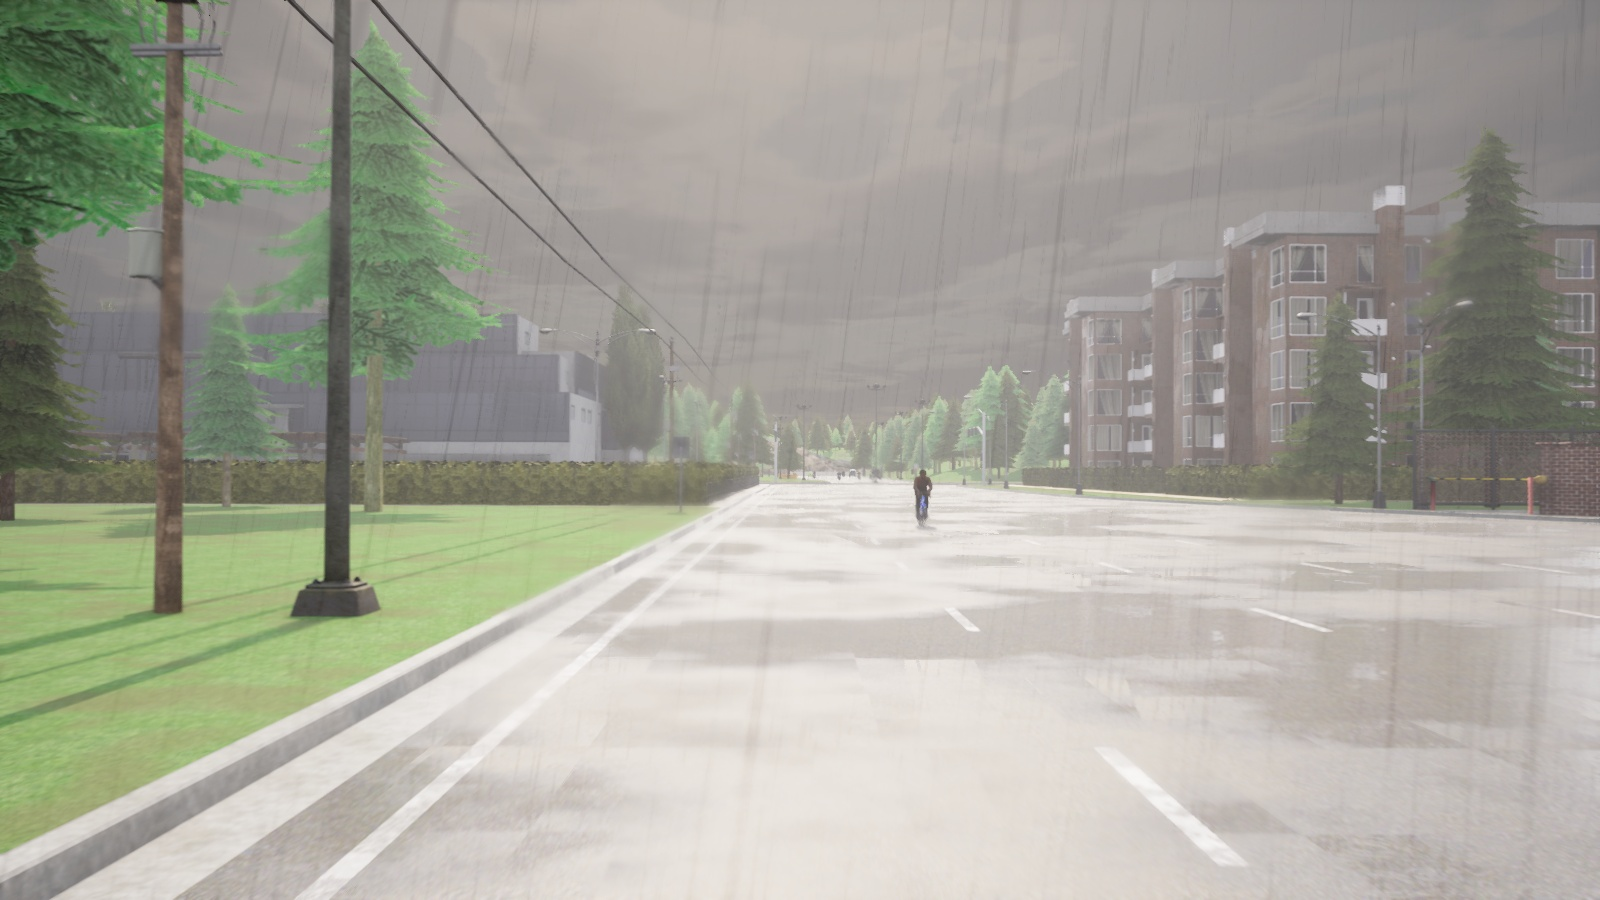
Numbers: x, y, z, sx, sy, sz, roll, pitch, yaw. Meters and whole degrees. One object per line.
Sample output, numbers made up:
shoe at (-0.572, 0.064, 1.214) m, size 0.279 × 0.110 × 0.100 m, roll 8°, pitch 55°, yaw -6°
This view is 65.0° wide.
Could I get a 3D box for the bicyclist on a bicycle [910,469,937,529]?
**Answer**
bicyclist on a bicycle at (3.416, 1.337, 34.850) m, size 0.582 × 1.620 × 1.656 m, roll 0°, pitch -1°, yaw 0°
